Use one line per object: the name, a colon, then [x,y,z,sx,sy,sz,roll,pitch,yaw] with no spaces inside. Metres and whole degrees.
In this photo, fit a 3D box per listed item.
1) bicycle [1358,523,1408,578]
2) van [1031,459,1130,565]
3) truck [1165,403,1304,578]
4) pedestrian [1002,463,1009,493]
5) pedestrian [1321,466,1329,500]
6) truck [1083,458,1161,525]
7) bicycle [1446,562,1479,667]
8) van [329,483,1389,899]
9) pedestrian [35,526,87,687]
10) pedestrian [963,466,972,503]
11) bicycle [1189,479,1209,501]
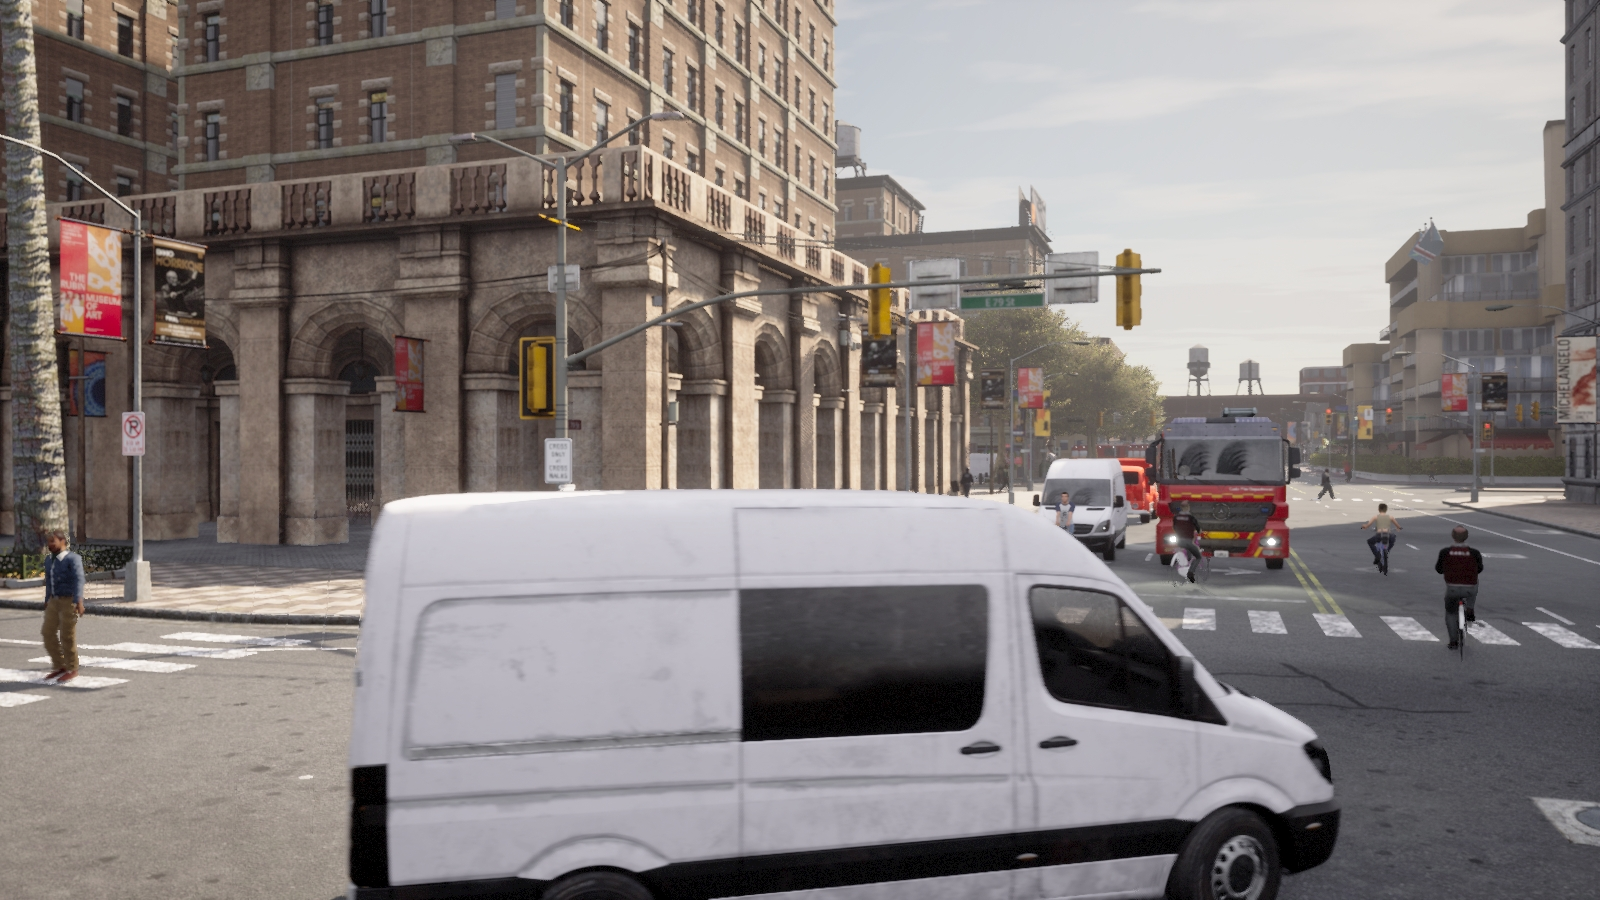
bicycle: [13.172,2.254,25.844,0.859,1.080,1.487,0,0,21]
van: [7.769,1.538,31.227,1.988,2.561,5.915,0,0,20]
truck: [11.113,0.891,29.464,2.891,3.827,8.468,0,0,20]
pedestrian: [12.536,1.708,69.708,0.375,1.860,0.375,0,0,21]
pedestrian: [29.287,1.844,63.706,0.375,1.860,0.375,0,0,21]
truck: [12.903,1.572,45.484,2.627,2.467,5.204,0,0,20]
bicycle: [9.062,2.208,15.651,0.329,1.171,1.835,-1,0,29]
van: [0.412,1.537,7.033,5.915,2.561,1.988,0,0,-15]
pedestrian: [-8.865,1.861,13.710,0.375,1.860,0.375,0,0,17]
pedestrian: [8.347,1.707,56.960,0.375,1.860,0.375,0,0,22]
bicycle: [22.098,2.212,63.255,0.329,1.171,1.835,0,0,42]
